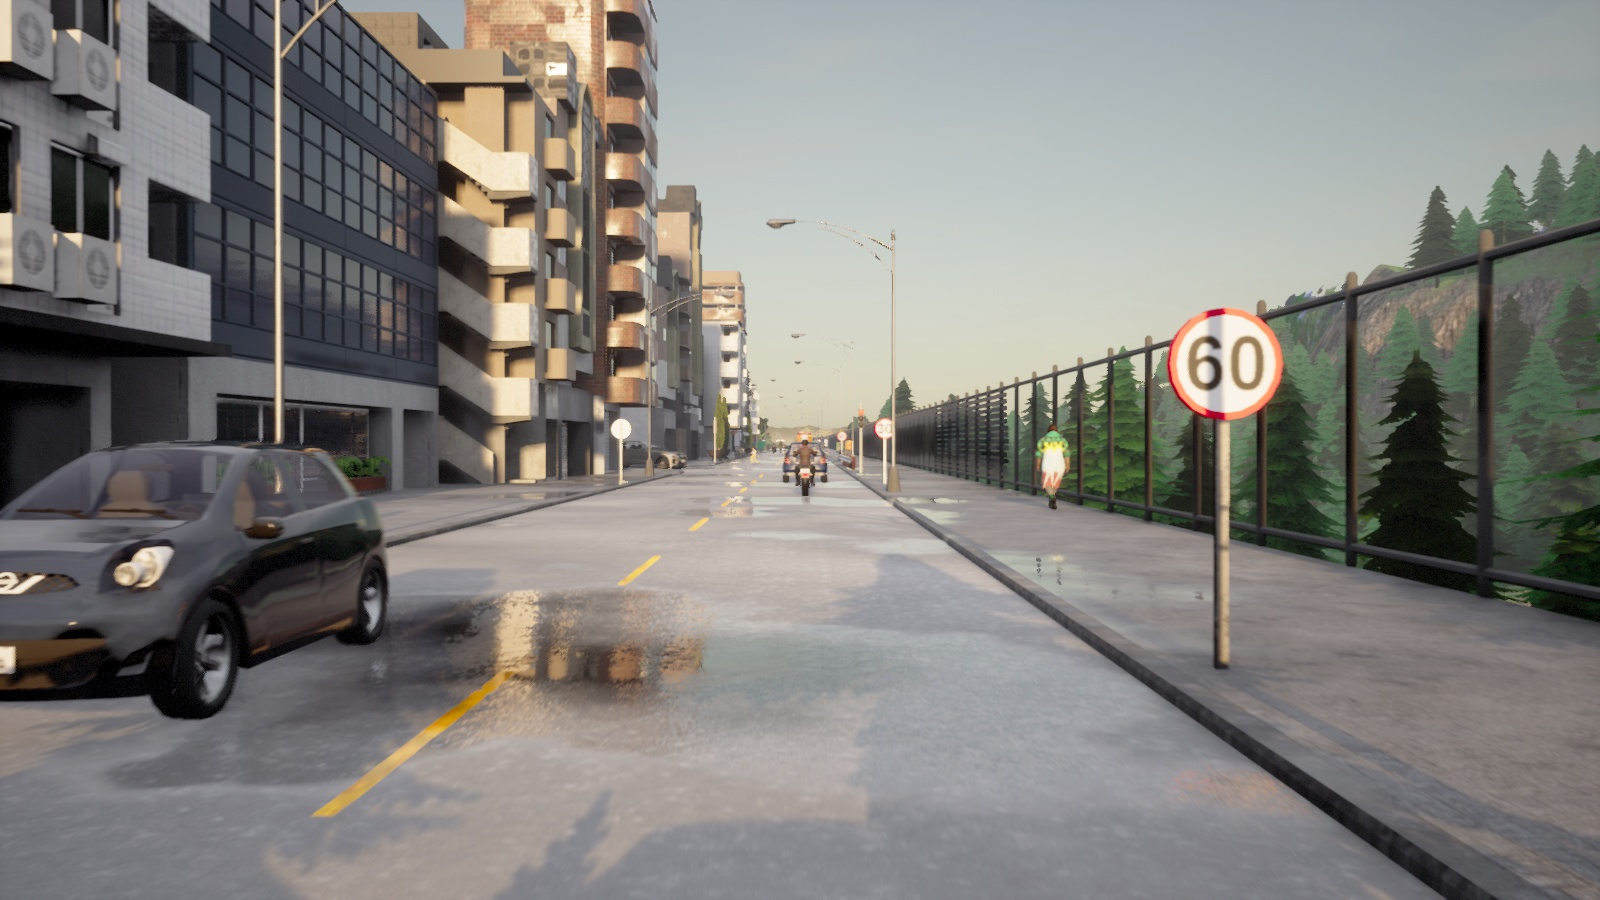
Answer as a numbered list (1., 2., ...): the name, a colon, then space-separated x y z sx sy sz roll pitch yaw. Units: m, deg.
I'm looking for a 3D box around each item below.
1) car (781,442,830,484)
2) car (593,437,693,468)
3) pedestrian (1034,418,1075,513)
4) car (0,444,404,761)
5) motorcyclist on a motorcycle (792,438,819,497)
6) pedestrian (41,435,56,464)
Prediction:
1. car: 0.204 0.457 47.629 1.789 1.549 3.705 0 0 0
2. car: -8.652 0.129 69.091 5.027 1.651 2.152 0 0 19
3. pedestrian: 5.309 0.313 26.249 0.659 1.952 0.873 0 0 -1
4. car: -3.955 0.713 7.775 1.845 1.501 3.633 0 0 0
5. motorcyclist on a motorcycle: 0.160 0.492 36.333 0.766 1.649 2.350 0 0 0
6. pedestrian: -47.725 -0.038 79.771 0.726 1.842 0.402 0 0 0
